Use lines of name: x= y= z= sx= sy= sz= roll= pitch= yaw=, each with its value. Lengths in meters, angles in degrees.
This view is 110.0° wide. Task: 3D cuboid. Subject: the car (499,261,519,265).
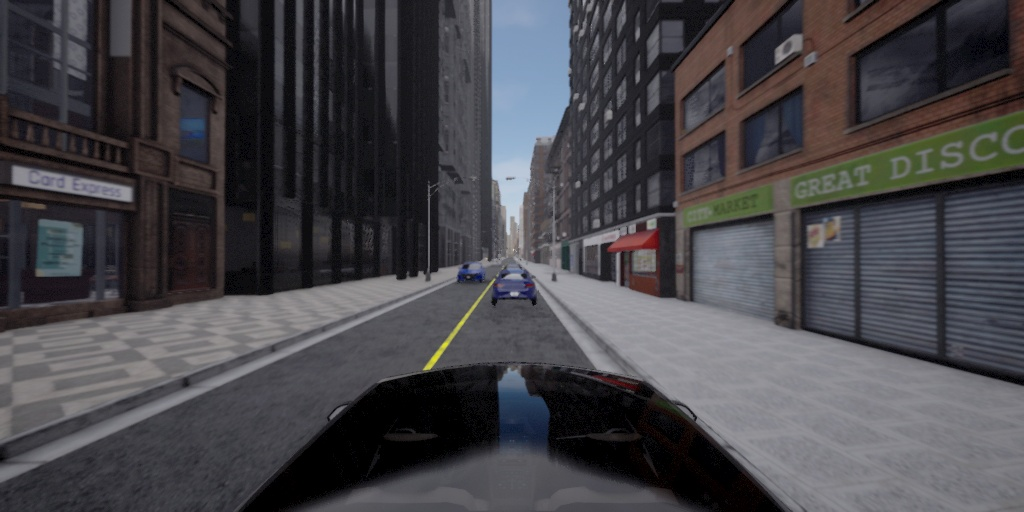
car: x=0.084 y=1.346 z=32.693 sx=1.994 sy=1.385 sz=4.181 roll=0 pitch=0 yaw=0

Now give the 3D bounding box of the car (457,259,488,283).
car: x=-3.111 y=1.254 z=28.208 sx=1.882 sy=1.535 sz=5.008 roll=0 pitch=0 yaw=0

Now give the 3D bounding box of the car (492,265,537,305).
car: x=0.092 y=1.289 z=16.061 sx=1.812 sy=1.442 sz=4.674 roll=0 pitch=0 yaw=0
